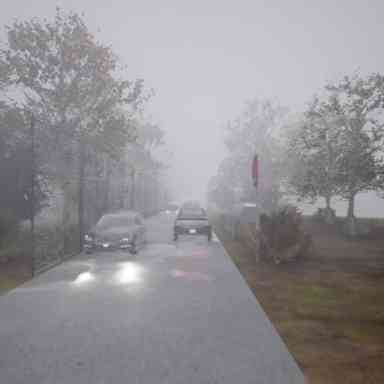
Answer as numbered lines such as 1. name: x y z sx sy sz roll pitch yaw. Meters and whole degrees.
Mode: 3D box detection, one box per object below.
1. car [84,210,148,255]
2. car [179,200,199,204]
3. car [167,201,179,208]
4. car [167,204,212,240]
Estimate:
1. car: -2.904 1.558 13.580 1.837 1.490 4.892 0 0 0
2. car: -0.043 1.687 35.865 2.097 1.767 4.553 0 -1 0
3. car: -2.982 2.233 54.071 1.882 1.535 5.008 0 -2 0
4. car: 0.021 1.575 17.457 2.128 1.511 4.902 0 -1 0
